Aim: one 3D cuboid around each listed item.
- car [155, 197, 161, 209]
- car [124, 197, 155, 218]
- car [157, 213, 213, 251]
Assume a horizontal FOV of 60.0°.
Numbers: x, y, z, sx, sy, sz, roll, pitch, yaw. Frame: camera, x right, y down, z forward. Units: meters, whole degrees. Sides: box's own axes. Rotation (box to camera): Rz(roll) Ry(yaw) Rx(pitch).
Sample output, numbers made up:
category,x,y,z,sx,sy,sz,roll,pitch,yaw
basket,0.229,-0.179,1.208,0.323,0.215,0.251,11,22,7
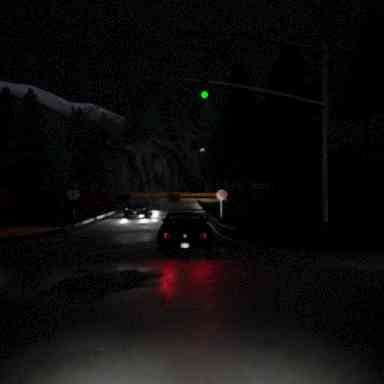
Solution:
category,x,y,z,sx,sy,sz,roll,pitch,yaw
car,-4.571,1.218,37.230,1.895,1.301,4.718,0,1,-1
car,-4.328,1.241,27.221,1.812,1.442,4.674,0,1,-1
car,-0.287,1.471,13.351,1.895,1.301,4.718,0,1,-1
